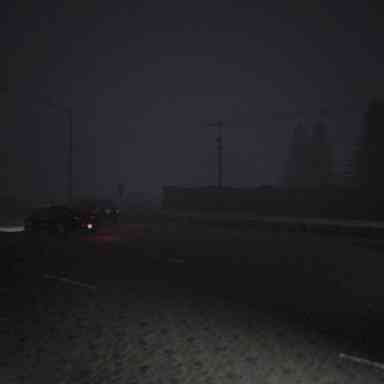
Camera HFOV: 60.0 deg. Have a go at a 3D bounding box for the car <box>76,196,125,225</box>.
[{"bbox_3d":[-6.954,1.228,21.899,4.553,1.767,2.097,1,1,35],"label":"car"}]

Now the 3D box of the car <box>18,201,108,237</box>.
[{"bbox_3d":[-6.933,1.396,17.573,4.892,1.490,1.837,0,0,36],"label":"car"}]

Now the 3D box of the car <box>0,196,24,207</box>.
[{"bbox_3d":[-24.710,1.216,43.886,4.674,1.442,1.812,0,0,-6],"label":"car"}]

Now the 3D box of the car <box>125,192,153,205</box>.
[{"bbox_3d":[-8.614,0.965,49.371,5.566,2.045,2.150,0,0,-29],"label":"car"}]
